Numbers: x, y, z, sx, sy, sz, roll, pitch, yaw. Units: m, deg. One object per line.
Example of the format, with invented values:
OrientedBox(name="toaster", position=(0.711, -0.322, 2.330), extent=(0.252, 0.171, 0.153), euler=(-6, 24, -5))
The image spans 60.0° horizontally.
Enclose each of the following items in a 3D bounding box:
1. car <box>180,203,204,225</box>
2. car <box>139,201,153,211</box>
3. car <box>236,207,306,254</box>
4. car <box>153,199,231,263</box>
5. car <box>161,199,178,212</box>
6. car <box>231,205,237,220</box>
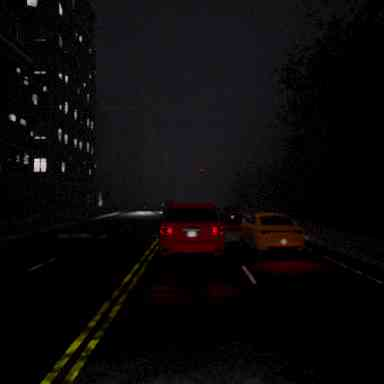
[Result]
OrientedBox(name="car", position=(0.011, 1.805, 28.497), extent=(1.837, 1.490, 4.892), euler=(0, 0, 0))
OrientedBox(name="car", position=(-6.531, 2.008, 48.549), extent=(2.128, 1.511, 4.902), euler=(0, -1, 0))
OrientedBox(name="car", position=(3.271, 1.626, 14.252), extent=(1.882, 1.535, 5.008), euler=(0, 0, 0))
OrientedBox(name="car", position=(0.006, 1.356, 12.586), extent=(2.150, 2.045, 5.566), euler=(0, 0, 0))
OrientedBox(name="car", position=(-3.282, 1.867, 48.629), extent=(2.097, 1.767, 4.553), euler=(0, -1, 0))
OrientedBox(name="car", position=(3.265, 1.828, 28.900), extent=(1.812, 1.442, 4.674), euler=(0, 0, 0))
